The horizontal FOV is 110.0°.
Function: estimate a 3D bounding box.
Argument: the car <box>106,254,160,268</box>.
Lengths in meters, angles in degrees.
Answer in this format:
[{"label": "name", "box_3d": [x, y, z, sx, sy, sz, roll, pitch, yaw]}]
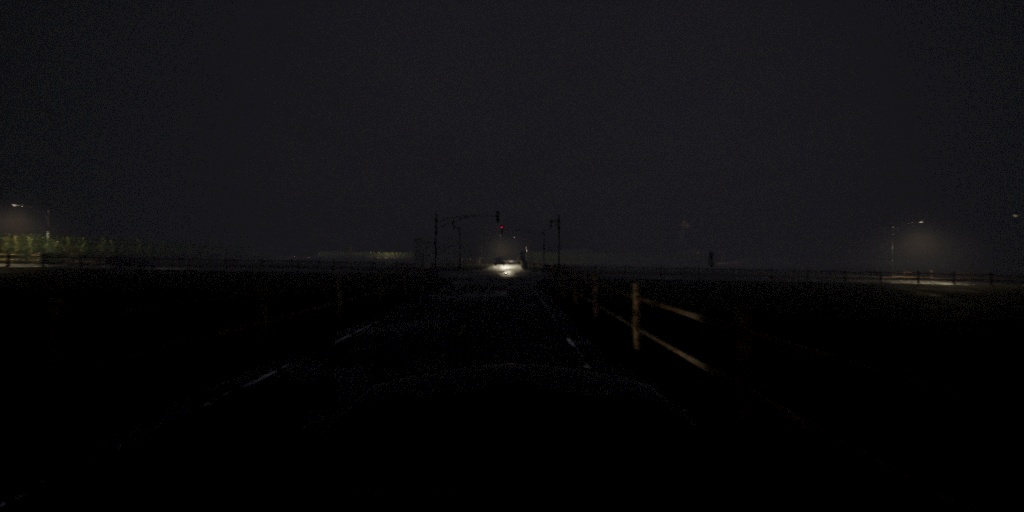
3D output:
[{"label": "car", "box_3d": [-42.947, 0.582, 40.725, 4.902, 1.511, 2.128, 1, 0, 1]}]
